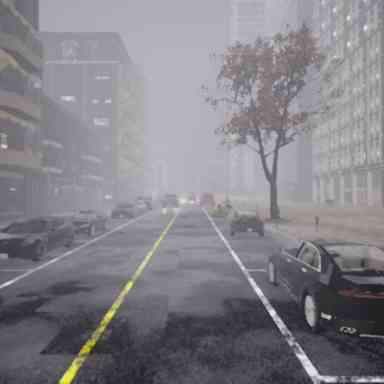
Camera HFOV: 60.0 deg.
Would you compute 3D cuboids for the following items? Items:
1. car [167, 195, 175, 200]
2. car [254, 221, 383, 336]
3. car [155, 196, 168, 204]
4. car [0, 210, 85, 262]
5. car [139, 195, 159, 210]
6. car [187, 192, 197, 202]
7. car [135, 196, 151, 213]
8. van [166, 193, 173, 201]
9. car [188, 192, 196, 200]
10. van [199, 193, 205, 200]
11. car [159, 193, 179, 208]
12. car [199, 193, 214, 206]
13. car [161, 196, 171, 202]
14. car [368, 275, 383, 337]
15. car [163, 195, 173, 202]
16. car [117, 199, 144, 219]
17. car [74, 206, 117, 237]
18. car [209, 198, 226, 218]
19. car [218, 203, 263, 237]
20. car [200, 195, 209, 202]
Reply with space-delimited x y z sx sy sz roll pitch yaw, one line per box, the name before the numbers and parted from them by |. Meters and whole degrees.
car | -5.682 1.462 89.956 1.752 1.417 4.829 1 0 0
car | 2.700 1.545 6.580 2.008 1.369 4.403 1 0 0
car | -5.682 1.495 62.277 1.887 1.381 4.507 1 0 0
car | -5.681 1.553 12.151 1.947 1.339 4.313 1 0 0
car | -5.677 1.280 40.000 2.192 1.841 5.009 1 0 0
car | -0.003 1.335 69.928 2.128 1.511 4.902 0 0 0
car | -5.681 1.494 34.259 1.752 1.417 4.829 1 0 0
van | -5.679 1.281 84.557 1.690 1.788 3.998 1 0 0
car | -0.003 1.099 88.552 2.150 2.045 5.566 0 0 0
van | 2.701 1.280 90.126 1.690 1.788 3.998 1 0 0
car | -3.080 1.183 48.487 2.150 2.045 5.566 0 0 0
car | 2.391 1.187 52.852 2.150 2.045 5.566 0 0 0
car | -5.683 1.510 73.417 1.947 1.339 4.313 1 0 0
car | 2.700 1.544 1.010 1.887 1.381 4.507 1 0 0
car | -5.683 1.493 78.986 2.008 1.369 4.403 1 0 0
car | -5.681 1.539 28.860 1.947 1.339 4.313 1 0 0
car | -5.681 1.533 17.721 2.008 1.369 4.403 1 0 0
car | 2.699 1.500 29.030 1.752 1.417 4.829 1 0 0
car | 2.699 1.535 17.720 2.008 1.369 4.403 1 0 0
car | 2.700 1.387 73.416 1.967 1.590 4.097 1 0 0
